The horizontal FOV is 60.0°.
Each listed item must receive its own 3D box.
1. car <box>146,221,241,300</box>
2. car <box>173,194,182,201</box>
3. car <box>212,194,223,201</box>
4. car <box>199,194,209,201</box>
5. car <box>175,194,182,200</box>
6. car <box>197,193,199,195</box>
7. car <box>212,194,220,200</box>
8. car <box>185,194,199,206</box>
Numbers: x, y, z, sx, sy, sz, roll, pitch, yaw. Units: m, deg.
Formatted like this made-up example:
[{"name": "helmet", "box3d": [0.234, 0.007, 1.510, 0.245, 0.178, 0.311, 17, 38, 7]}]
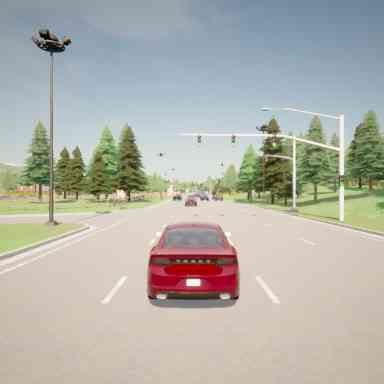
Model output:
[{"name": "car", "box3d": [0.038, 1.478, 8.459, 1.882, 1.535, 5.008, 0, 0, 0]}, {"name": "car", "box3d": [-3.745, 1.469, 83.664, 1.882, 1.535, 5.008, 0, 0, 0]}, {"name": "car", "box3d": [6.755, 1.516, 83.695, 2.128, 1.511, 4.902, 0, 0, 0]}, {"name": "car", "box3d": [3.254, 1.516, 84.101, 1.812, 1.442, 4.674, 0, 0, 0]}, {"name": "car", "box3d": [-3.776, 1.310, 94.084, 1.882, 1.535, 5.008, 0, 0, 0]}, {"name": "car", "box3d": [3.224, 1.357, 94.105, 2.128, 1.511, 4.902, 0, 0, 0]}, {"name": "car", "box3d": [6.724, 1.372, 94.115, 2.033, 1.411, 5.357, 0, 0, 0]}, {"name": "car", "box3d": [-0.155, 1.525, 53.062, 1.812, 1.442, 4.674, 0, 0, 0]}]
